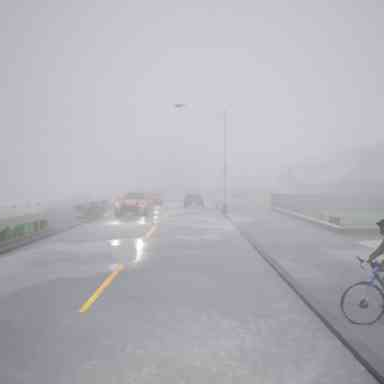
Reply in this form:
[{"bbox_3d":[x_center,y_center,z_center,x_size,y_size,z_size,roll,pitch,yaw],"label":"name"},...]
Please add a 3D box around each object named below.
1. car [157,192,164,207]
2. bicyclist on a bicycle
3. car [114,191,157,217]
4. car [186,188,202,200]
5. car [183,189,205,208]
[{"bbox_3d":[-3.888,0.675,32.952,1.994,1.385,4.181,0,1,1],"label":"car"},{"bbox_3d":[3.044,1.215,4.968,1.656,1.620,0.582,0,2,0],"label":"bicyclist on a bicycle"},{"bbox_3d":[-3.911,0.740,23.022,2.097,1.767,4.553,0,2,0],"label":"car"},{"bbox_3d":[0.245,0.263,45.809,2.128,1.511,4.902,0,2,1],"label":"car"},{"bbox_3d":[0.188,0.659,31.519,1.837,1.490,4.892,0,2,1],"label":"car"}]
